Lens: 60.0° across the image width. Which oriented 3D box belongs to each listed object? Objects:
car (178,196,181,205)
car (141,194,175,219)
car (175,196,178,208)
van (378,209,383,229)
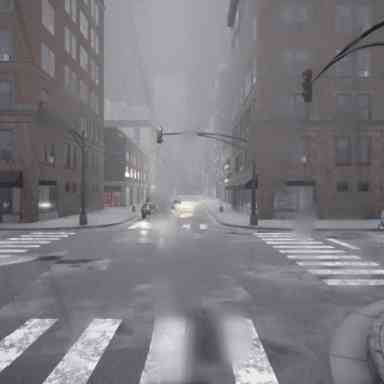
[{"bbox_3d":[-3.001,1.502,60.403,1.882,1.535,5.008,0,0,1],"label":"car"},{"bbox_3d":[-3.072,1.235,29.834,2.150,2.045,5.566,0,0,2],"label":"car"},{"bbox_3d":[-3.078,1.545,41.843,1.812,1.442,4.674,0,0,0],"label":"car"},{"bbox_3d":[12.064,1.358,17.445,3.998,1.788,1.690,0,0,0],"label":"van"}]
